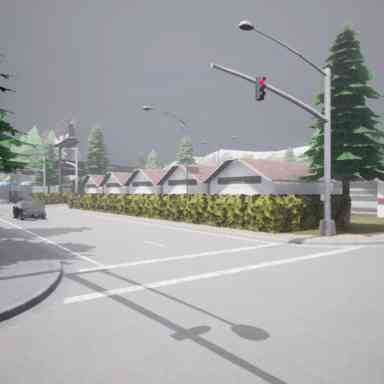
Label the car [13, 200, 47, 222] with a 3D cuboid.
[{"bbox_3d":[-13.297,1.485,27.149,1.837,1.490,4.892,0,2,-37],"label":"car"}]
